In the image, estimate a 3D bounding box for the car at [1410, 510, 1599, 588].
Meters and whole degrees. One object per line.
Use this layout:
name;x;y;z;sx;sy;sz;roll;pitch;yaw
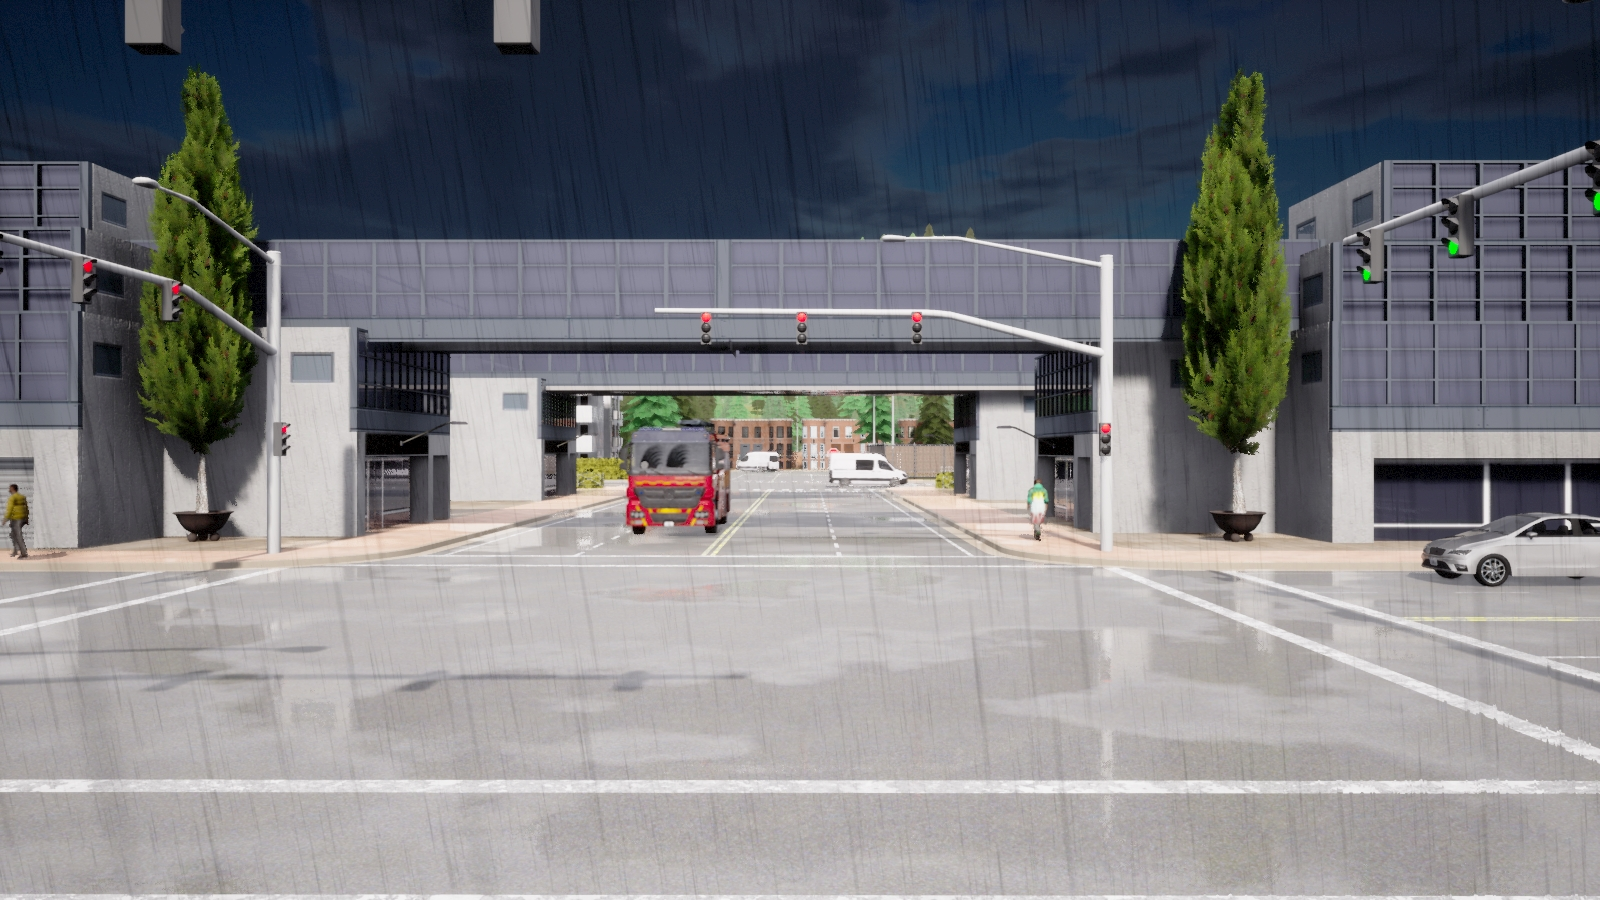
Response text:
car;15.490;2.066;24.189;4.193;1.474;1.816;0;0;0

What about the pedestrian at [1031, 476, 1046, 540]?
pedestrian;6.991;1.698;33.448;0.375;1.860;0.375;0;0;2

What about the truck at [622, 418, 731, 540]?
truck;-4.131;0.889;40.080;2.891;3.827;8.468;0;0;0

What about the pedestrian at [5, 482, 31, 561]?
pedestrian;-18.666;1.696;27.275;0.375;1.860;0.375;0;0;7
